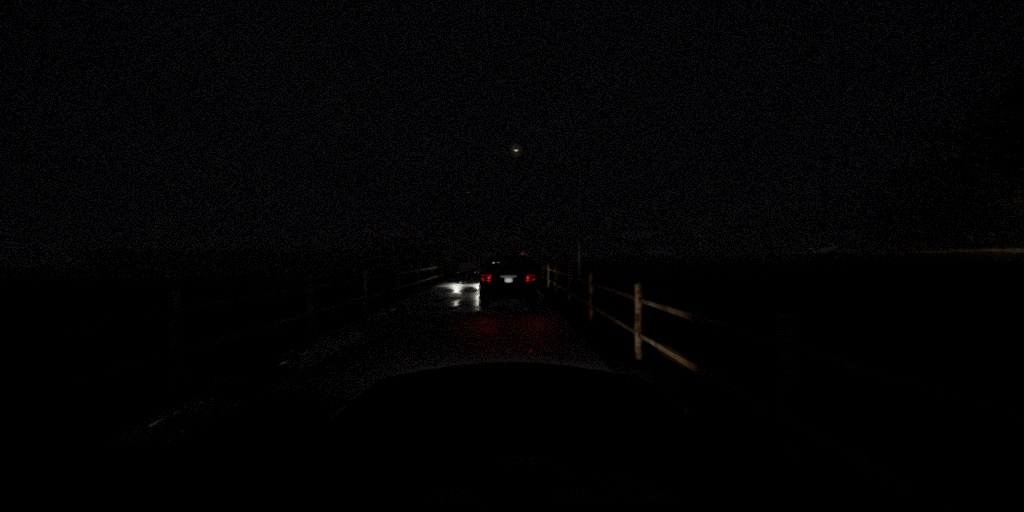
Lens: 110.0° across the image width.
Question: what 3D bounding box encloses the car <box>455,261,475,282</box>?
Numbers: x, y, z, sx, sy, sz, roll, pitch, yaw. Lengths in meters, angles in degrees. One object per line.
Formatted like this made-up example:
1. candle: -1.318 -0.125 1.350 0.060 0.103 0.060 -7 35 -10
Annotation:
1. car: -3.297 1.174 28.286 1.882 1.535 5.008 0 0 -1

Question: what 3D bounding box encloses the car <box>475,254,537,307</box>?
1. car: -0.165 0.952 15.376 2.150 2.045 5.566 0 0 -1
